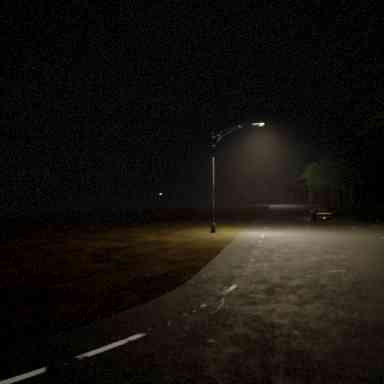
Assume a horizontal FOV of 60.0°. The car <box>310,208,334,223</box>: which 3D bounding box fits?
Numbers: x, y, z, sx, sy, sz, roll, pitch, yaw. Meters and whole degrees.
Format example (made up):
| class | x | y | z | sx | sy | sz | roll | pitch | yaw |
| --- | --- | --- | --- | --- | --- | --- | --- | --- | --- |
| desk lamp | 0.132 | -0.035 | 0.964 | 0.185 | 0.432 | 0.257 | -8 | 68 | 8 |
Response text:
| class | x | y | z | sx | sy | sz | roll | pitch | yaw |
| --- | --- | --- | --- | --- | --- | --- | --- | --- | --- |
| car | 13.283 | 2.338 | 34.207 | 2.128 | 1.511 | 4.902 | -1 | -2 | 14 |
